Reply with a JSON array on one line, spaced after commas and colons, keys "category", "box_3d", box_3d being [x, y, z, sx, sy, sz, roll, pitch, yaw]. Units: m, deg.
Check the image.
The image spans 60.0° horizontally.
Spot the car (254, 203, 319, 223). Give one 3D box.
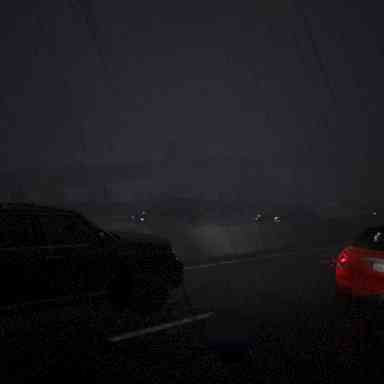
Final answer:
[{"category": "car", "box_3d": [6.089, 1.622, 21.216, 4.553, 1.767, 2.097, 1, -1, -35]}]

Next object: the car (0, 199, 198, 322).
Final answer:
[{"category": "car", "box_3d": [-2.836, 1.230, 6.022, 5.566, 2.045, 2.150, 1, 0, -36]}]

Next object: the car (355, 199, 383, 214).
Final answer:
[{"category": "car", "box_3d": [19.548, 1.788, 35.037, 5.566, 2.045, 2.150, 2, -1, -35]}]

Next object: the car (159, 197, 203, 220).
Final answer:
[{"category": "car", "box_3d": [-1.754, 1.420, 24.226, 5.566, 2.045, 2.150, 1, -1, -35]}]

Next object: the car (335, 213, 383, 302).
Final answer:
[{"category": "car", "box_3d": [5.311, 1.490, 7.535, 4.553, 1.767, 2.097, 1, -1, -35]}]
